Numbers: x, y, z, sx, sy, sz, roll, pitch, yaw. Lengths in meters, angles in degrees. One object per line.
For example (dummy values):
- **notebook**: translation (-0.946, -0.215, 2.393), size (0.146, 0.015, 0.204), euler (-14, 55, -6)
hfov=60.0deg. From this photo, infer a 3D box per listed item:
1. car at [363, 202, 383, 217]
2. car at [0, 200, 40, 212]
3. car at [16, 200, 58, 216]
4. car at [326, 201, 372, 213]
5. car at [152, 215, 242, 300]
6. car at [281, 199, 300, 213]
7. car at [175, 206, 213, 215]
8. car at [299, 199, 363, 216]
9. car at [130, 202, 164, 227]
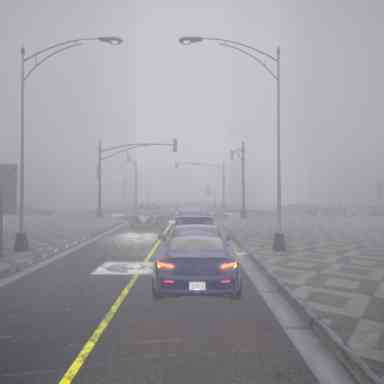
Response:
- **car**: translation (18.007, 1.579, 29.769), size (4.313, 1.339, 1.947), euler (0, -1, 0)
- **car**: translation (-20.151, 1.580, 38.173), size (4.403, 1.369, 2.008), euler (0, -1, 0)
- **car**: translation (-14.583, 1.437, 29.667), size (4.829, 1.417, 1.752), euler (0, -1, 0)
- **car**: translation (18.010, 1.694, 38.293), size (4.403, 1.369, 2.008), euler (0, -1, 0)
- **car**: translation (0.105, 1.528, 8.292), size (1.812, 1.442, 4.674), euler (0, 0, 0)
- **car**: translation (12.340, 1.563, 38.277), size (4.097, 1.590, 1.967), euler (0, -1, 0)
- **car**: translation (0.103, 1.483, 17.630), size (1.882, 1.535, 5.008), euler (0, 0, 0)
- **car**: translation (12.337, 1.544, 29.751), size (4.403, 1.369, 2.008), euler (0, -1, 0)
- **car**: translation (-2.995, 1.496, 22.965), size (2.128, 1.511, 4.902), euler (0, 0, 0)
